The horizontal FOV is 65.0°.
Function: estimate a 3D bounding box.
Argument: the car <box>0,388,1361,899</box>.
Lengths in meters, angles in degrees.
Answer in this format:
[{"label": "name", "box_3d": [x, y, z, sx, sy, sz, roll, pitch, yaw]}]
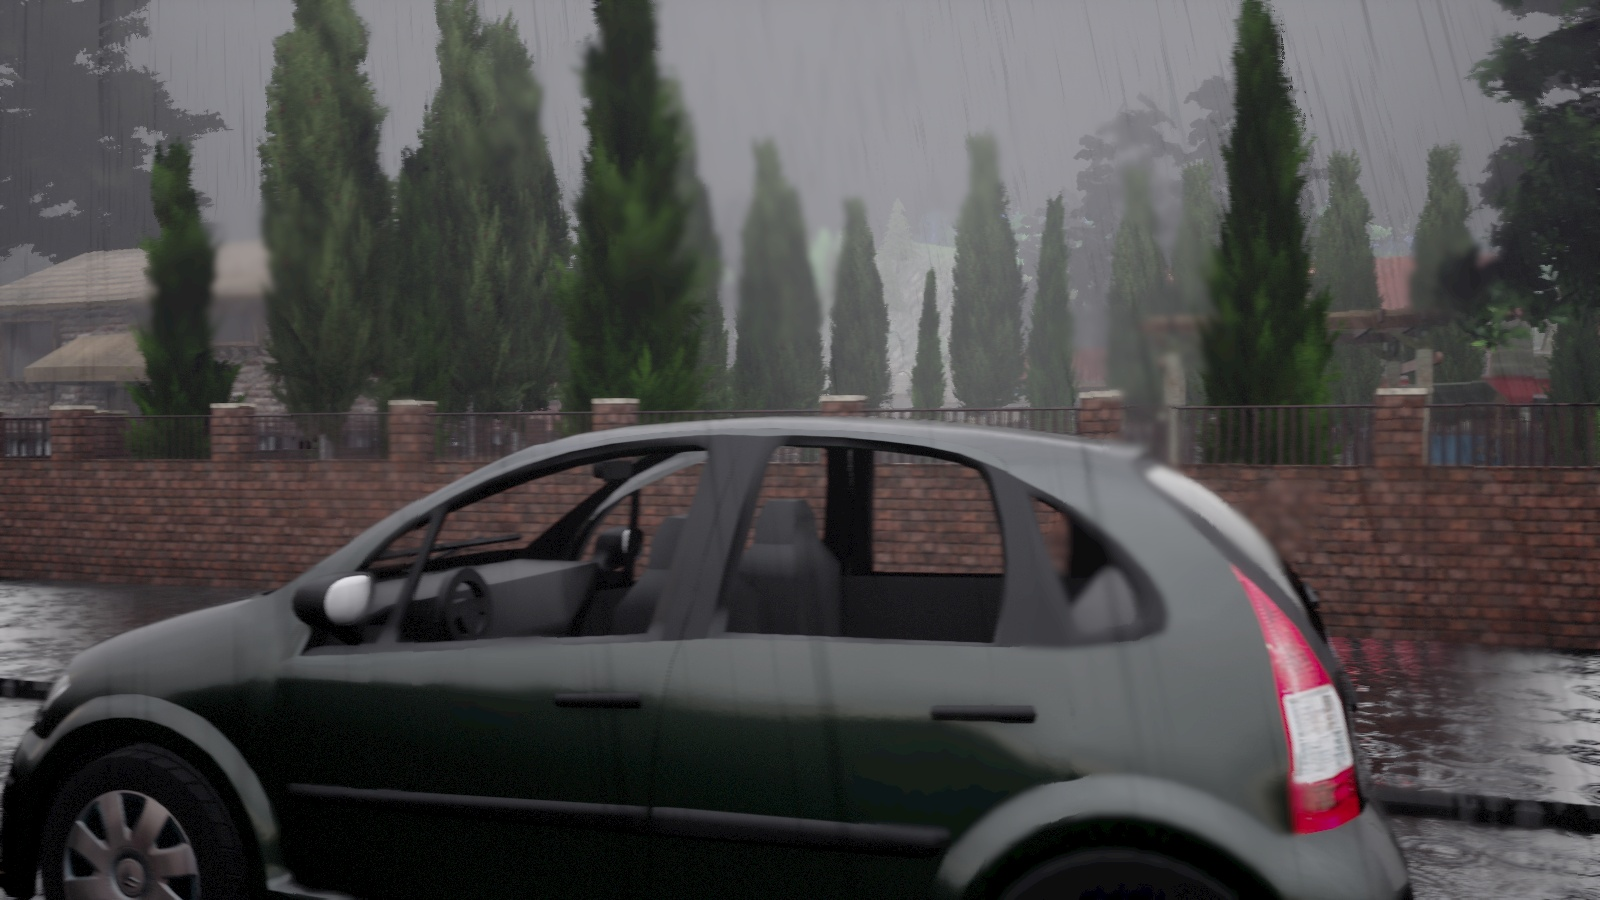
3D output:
[{"label": "car", "box_3d": [-0.537, 0.660, 3.901, 3.988, 1.617, 1.851, 1, 1, 19]}]
